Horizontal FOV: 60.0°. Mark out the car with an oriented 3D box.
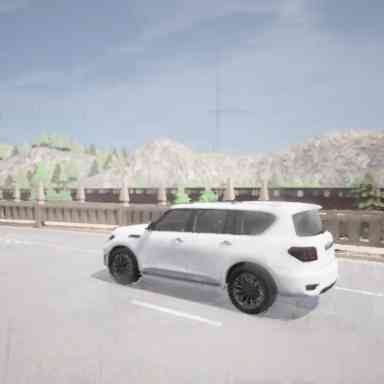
[{"bbox_3d":[0.377,1.230,7.816,5.566,2.045,2.150,0,0,34],"label":"car"}]
